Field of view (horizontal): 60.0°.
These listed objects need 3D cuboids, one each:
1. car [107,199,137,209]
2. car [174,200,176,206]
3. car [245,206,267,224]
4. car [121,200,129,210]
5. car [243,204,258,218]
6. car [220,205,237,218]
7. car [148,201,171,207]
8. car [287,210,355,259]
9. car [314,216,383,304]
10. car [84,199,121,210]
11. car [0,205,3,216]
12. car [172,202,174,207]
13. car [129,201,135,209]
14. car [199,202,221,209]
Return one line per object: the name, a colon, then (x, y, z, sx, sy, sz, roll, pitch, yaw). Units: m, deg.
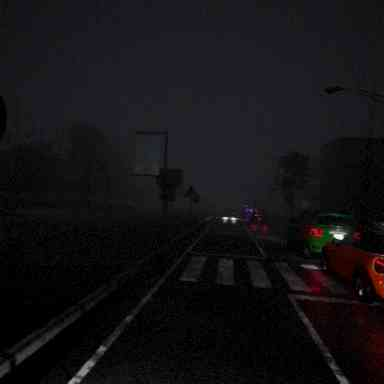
car: (-12.203, 2.142, 57.950, 4.674, 1.452, 2.002, 3, -1, 7)
car: (-7.917, 3.355, 94.520, 4.674, 1.452, 2.002, 3, -2, 7)
car: (7.606, 2.821, 38.426, 2.128, 1.511, 4.902, 3, -1, 7)
car: (-12.946, 1.899, 51.575, 4.892, 1.521, 2.231, 3, -1, 7)
car: (9.038, 2.940, 50.769, 2.150, 2.045, 5.566, 3, -1, 7)
car: (5.632, 3.041, 49.738, 2.033, 1.411, 5.357, 3, -1, 7)
car: (-8.877, 3.013, 86.227, 5.008, 1.535, 2.097, 3, -2, 7)
car: (5.887, 1.873, 15.350, 2.150, 2.045, 5.566, 3, -1, 7)
car: (5.182, 1.811, 9.326, 2.097, 1.767, 4.553, 3, -1, 7)
car: (-13.332, 1.833, 48.323, 4.674, 1.452, 2.002, 3, -1, 7)
car: (-16.193, 0.893, 24.173, 4.553, 1.767, 2.185, 3, -1, 7)
car: (-8.240, 3.210, 91.755, 5.008, 1.535, 2.097, 3, -2, 7)
car: (-12.575, 2.001, 54.826, 5.008, 1.535, 2.097, 3, -1, 7)
car: (4.413, 3.835, 87.425, 4.892, 1.521, 2.231, 3, -2, 7)
